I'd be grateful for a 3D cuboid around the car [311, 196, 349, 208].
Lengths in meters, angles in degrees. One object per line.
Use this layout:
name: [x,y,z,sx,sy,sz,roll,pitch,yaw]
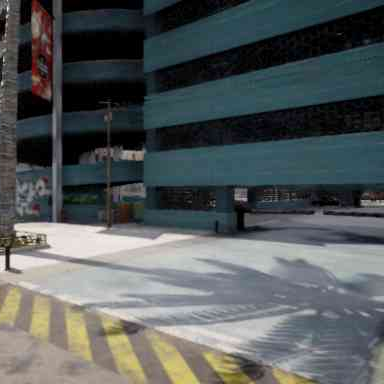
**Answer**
car: [18.424,1.322,44.555,4.674,1.452,2.002,0,0,36]
